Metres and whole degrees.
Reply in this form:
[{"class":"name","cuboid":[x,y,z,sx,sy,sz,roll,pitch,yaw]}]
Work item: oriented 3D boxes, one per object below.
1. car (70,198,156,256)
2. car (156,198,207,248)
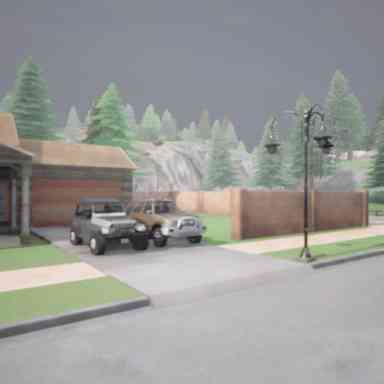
[{"class":"car","cuboid":[-3.241,1.188,12.542,1.905,1.878,3.866,0,0,-36]},{"class":"car","cuboid":[-1.424,1.194,14.324,1.932,1.855,4.605,0,0,-36]}]
